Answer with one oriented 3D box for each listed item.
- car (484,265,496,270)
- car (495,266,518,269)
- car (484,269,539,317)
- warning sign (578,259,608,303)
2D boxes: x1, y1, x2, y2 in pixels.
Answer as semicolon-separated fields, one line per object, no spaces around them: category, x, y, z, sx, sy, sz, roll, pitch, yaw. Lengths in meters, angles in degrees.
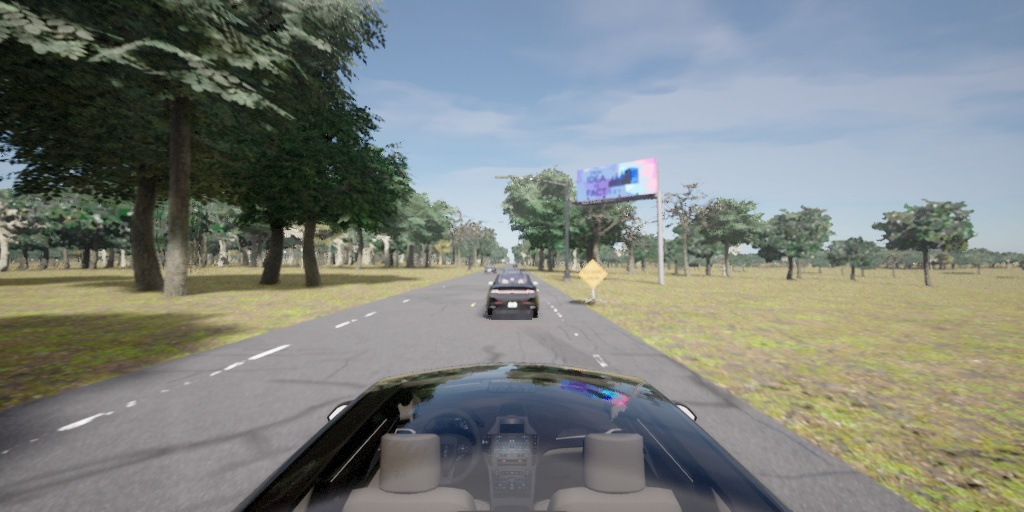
car;-3.571;2.179;59.392;2.128;1.511;4.902;0;-1;0
car;0.021;1.674;27.001;2.033;1.411;5.357;0;-1;1
car;0.042;1.419;14.074;2.128;1.511;4.902;0;-1;1
warning sign;3.547;1.066;15.605;1.300;1.860;1.060;0;0;0
